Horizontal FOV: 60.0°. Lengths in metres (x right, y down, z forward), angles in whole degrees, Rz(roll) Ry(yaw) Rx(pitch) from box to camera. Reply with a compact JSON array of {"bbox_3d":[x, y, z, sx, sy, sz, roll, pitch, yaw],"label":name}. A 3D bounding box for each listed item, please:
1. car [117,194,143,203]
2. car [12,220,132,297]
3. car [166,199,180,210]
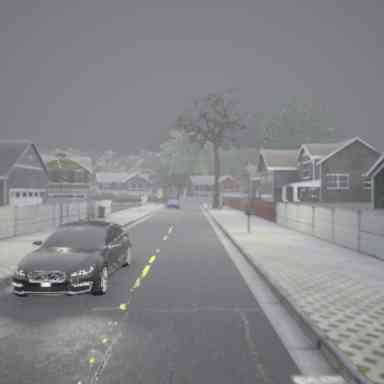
[{"bbox_3d":[-13.280,1.483,71.442,5.566,2.045,2.150,1,0,-20],"label":"car"},{"bbox_3d":[-2.846,1.566,8.908,1.837,1.490,4.892,0,0,0],"label":"car"},{"bbox_3d":[-2.803,1.777,49.388,1.882,1.535,5.008,0,0,0],"label":"car"}]
